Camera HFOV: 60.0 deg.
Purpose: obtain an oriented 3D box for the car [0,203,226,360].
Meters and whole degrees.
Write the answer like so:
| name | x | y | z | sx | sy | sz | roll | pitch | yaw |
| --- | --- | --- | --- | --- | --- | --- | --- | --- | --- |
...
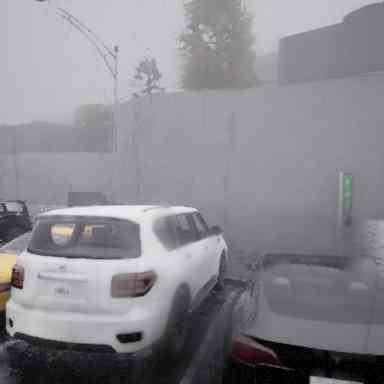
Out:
| name | x | y | z | sx | sy | sz | roll | pitch | yaw |
| --- | --- | --- | --- | --- | --- | --- | --- | --- | --- |
| car | -0.772 | 1.251 | 6.391 | 2.435 | 2.045 | 5.566 | 0 | -1 | 16 |

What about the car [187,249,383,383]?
| name | x | y | z | sx | sy | sz | roll | pitch | yaw |
| --- | --- | --- | --- | --- | --- | --- | --- | --- | --- |
| car | 1.666 | 1.522 | 4.643 | 2.163 | 1.488 | 4.792 | 0 | -1 | 16 |

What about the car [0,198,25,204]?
| name | x | y | z | sx | sy | sz | roll | pitch | yaw |
| --- | --- | --- | --- | --- | --- | --- | --- | --- | --- |
| car | -8.105 | 1.251 | 11.575 | 2.435 | 2.045 | 5.566 | 1 | 0 | 16 |
